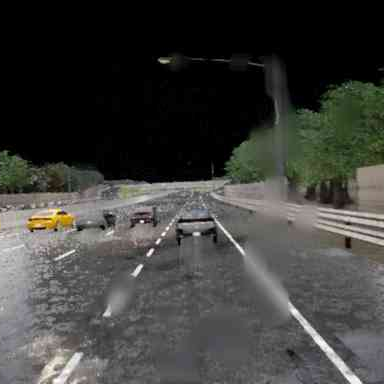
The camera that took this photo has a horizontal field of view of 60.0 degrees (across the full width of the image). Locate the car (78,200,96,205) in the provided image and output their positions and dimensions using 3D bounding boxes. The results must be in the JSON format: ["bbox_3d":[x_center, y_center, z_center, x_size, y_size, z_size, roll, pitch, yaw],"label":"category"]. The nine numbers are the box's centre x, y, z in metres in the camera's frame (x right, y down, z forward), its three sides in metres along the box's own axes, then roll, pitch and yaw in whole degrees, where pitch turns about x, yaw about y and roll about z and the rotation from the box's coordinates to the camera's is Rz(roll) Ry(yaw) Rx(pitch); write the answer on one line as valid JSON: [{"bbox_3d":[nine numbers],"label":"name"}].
[{"bbox_3d":[-20.563,2.523,66.861,2.097,1.767,4.553,-3,0,1],"label":"car"}]

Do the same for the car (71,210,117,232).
[{"bbox_3d":[-6.782,1.973,24.006,1.994,1.385,4.181,-3,0,0],"label":"car"}]

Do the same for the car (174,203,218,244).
[{"bbox_3d":[0.187,1.539,16.195,2.128,1.511,4.902,-3,0,0],"label":"car"}]

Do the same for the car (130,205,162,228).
[{"bbox_3d":[-3.388,1.754,24.911,1.837,1.490,4.892,-3,0,0],"label":"car"}]

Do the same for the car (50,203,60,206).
[{"bbox_3d":[-27.546,3.032,66.921,2.128,1.511,4.902,-3,0,1],"label":"car"}]

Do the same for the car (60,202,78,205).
[{"bbox_3d":[-24.050,2.862,66.876,2.128,1.511,4.902,-3,0,1],"label":"car"}]

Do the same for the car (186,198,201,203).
[{"bbox_3d":[0.271,1.710,37.489,1.895,1.301,4.718,-3,0,0],"label":"car"}]

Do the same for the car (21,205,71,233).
[{"bbox_3d":[-10.280,2.059,24.731,1.882,1.535,5.008,-3,0,0],"label":"car"}]

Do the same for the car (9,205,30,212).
[{"bbox_3d":[-31.118,3.200,60.299,2.128,1.511,4.902,-3,0,1],"label":"car"}]
